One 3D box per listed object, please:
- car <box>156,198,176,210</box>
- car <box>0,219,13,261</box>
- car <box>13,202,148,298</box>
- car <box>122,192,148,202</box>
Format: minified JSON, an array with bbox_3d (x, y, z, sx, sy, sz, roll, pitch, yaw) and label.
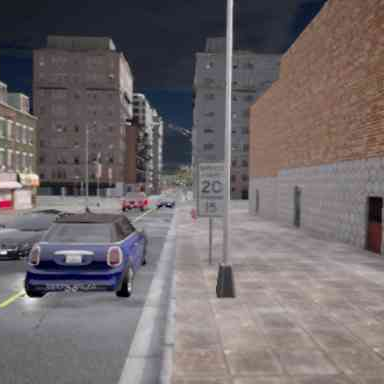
[{"bbox_3d":[-3.105,1.425,40.608,1.895,1.301,4.718,1,0,3],"label":"car"},{"bbox_3d":[-5.329,1.423,11.710,1.837,1.490,4.892,1,0,-2],"label":"car"},{"bbox_3d":[-2.381,1.320,8.633,2.097,1.767,4.553,1,0,-2],"label":"car"},{"bbox_3d":[-6.005,1.032,35.547,2.150,2.045,5.566,1,0,-1],"label":"car"}]
